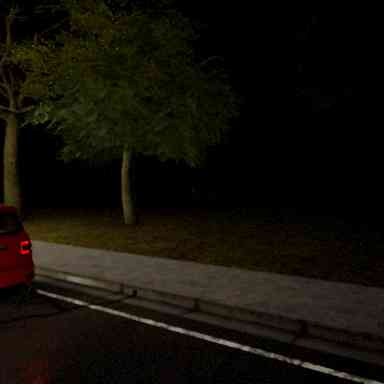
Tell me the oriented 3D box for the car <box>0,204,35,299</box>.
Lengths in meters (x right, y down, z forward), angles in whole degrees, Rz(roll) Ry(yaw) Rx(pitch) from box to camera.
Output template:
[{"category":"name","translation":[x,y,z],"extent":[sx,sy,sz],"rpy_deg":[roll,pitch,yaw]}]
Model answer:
[{"category":"car","translation":[-5.748,1.233,7.198],"extent":[5.566,2.045,2.150],"rpy_deg":[0,0,33]}]
